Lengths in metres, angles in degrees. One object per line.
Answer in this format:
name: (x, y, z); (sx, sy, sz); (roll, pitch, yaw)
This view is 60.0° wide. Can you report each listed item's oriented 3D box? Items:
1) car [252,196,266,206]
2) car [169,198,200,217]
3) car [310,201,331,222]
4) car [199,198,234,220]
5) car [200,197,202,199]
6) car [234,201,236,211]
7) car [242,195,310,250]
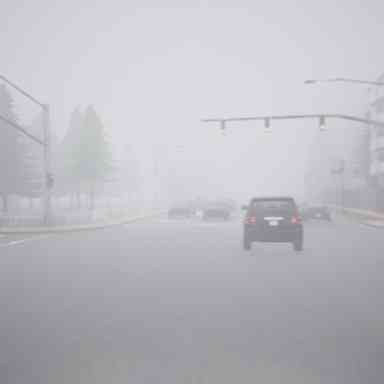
car: (10.381, 1.355, 51.879); (1.994, 1.385, 4.181); (-1, 0, 11)
car: (-0.816, 1.465, 31.027); (1.882, 1.535, 5.008); (-1, 0, 10)
car: (8.736, 1.366, 24.115); (1.812, 1.442, 4.674); (-1, 0, 10)
car: (2.136, 1.420, 27.834); (1.882, 1.535, 5.008); (-1, 0, 11)
car: (1.093, 1.440, 41.117); (2.128, 1.511, 4.902); (-1, 0, 11)
car: (3.882, 1.385, 37.086); (1.882, 1.535, 5.008); (-1, 0, 11)
car: (3.310, 1.157, 14.105); (2.150, 2.045, 5.566); (-1, 0, 11)
